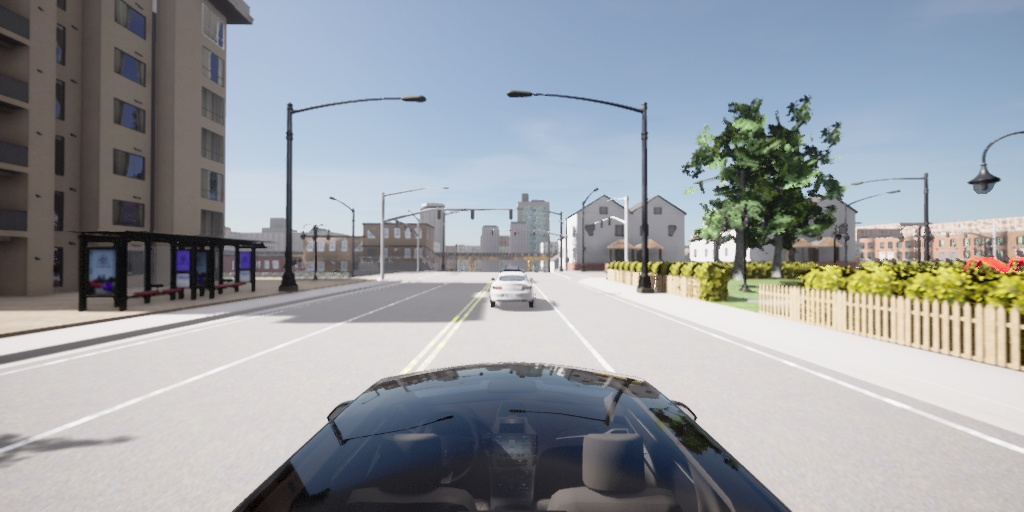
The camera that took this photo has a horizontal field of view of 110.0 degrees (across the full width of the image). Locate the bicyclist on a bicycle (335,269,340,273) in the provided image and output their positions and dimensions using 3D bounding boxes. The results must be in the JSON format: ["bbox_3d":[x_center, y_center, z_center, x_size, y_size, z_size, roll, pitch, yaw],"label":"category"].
[{"bbox_3d":[-25.647,2.696,52.642,0.582,1.620,1.656,-8,0,0],"label":"bicyclist on a bicycle"}]

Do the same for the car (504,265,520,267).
[{"bbox_3d":[0.008,1.521,31.155,2.128,1.511,4.902,0,0,0],"label":"car"}]

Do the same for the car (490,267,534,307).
[{"bbox_3d":[0.008,1.413,16.248,1.812,1.442,4.674,0,0,0],"label":"car"}]
